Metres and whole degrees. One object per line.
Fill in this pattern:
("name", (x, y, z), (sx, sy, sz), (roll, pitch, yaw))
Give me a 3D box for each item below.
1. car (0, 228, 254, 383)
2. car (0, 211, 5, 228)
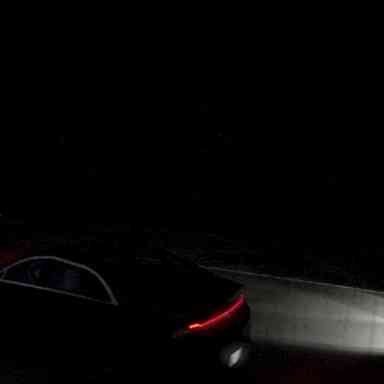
("car", (-1.568, 1.484, 4.772), (4.902, 1.511, 2.128), (0, 0, 33))
("car", (-10.197, 1.206, 13.668), (5.566, 2.045, 2.150), (0, 0, 26))
